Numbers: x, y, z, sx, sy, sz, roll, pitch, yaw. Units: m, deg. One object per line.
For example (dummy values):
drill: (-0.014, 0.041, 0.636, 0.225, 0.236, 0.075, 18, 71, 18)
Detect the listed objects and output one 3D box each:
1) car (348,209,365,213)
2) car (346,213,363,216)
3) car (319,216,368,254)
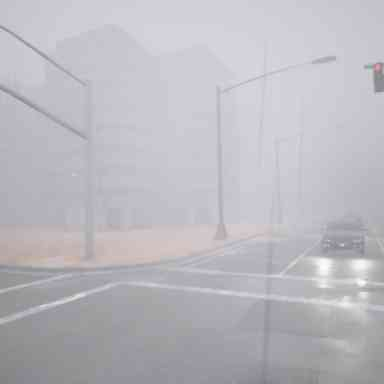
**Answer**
car: (19.227, 3.044, 39.583, 2.033, 1.411, 5.357, -3, -3, 27)
car: (12.154, 2.546, 25.647, 1.994, 1.385, 4.181, -3, -3, 27)
car: (7.669, 2.159, 16.778, 1.837, 1.490, 4.892, -3, -3, 27)
